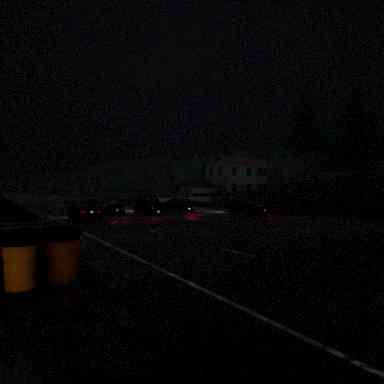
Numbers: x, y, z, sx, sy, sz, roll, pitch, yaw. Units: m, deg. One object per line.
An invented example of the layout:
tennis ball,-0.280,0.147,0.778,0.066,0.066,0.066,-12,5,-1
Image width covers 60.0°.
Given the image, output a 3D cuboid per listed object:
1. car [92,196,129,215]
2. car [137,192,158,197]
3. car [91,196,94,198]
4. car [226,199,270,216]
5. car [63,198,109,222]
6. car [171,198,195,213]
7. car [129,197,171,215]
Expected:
car,-7.911,1.432,31.984,1.812,1.442,4.674,0,0,-30
car,-7.060,1.054,51.235,2.150,2.045,5.566,0,0,-31
car,-14.190,1.339,49.577,1.882,1.535,5.008,0,0,-30
car,5.039,1.361,30.671,2.128,1.511,4.902,0,0,-30
car,-8.472,1.477,26.029,2.033,1.411,5.357,0,0,-30
car,-1.482,1.380,34.860,1.837,1.490,4.892,0,0,-30
car,-4.216,1.493,32.606,1.895,1.301,4.718,0,0,-30
